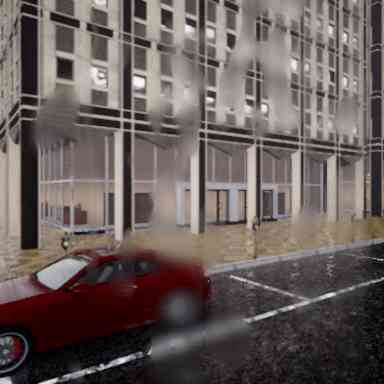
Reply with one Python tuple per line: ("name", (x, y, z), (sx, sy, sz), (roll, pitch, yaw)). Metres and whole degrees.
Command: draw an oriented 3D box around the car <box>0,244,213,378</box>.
("car", (-1.557, 1.581, 5.450), (4.206, 1.307, 1.802), (0, 0, -35))
